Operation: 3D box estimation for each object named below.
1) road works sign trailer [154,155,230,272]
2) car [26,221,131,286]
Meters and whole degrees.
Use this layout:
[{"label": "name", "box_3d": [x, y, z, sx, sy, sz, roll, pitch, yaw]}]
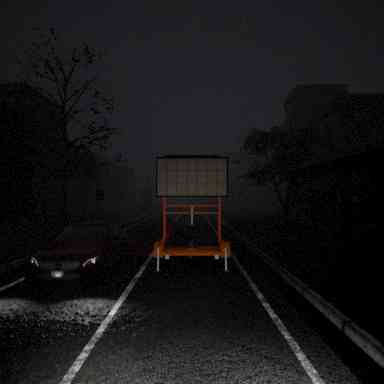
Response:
[{"label": "road works sign trailer", "box_3d": [0.001, 0.567, 11.182, 2.380, 3.560, 2.880, 0, -1, 0]}, {"label": "car", "box_3d": [-2.999, 1.606, 9.746, 1.812, 1.442, 4.674, 0, -1, 0]}]
